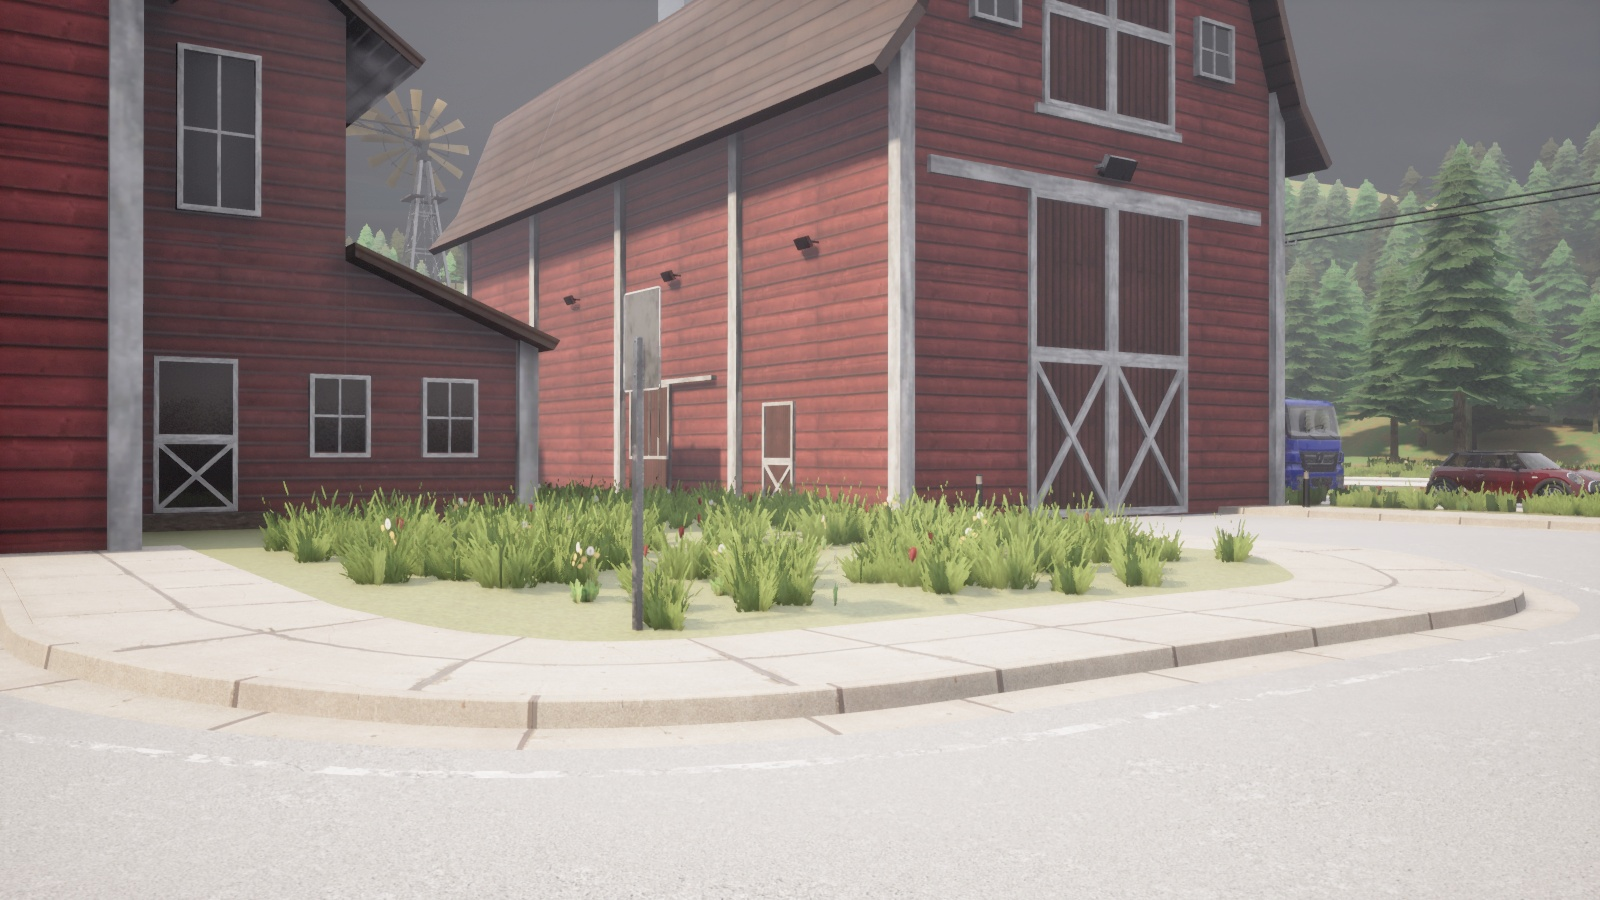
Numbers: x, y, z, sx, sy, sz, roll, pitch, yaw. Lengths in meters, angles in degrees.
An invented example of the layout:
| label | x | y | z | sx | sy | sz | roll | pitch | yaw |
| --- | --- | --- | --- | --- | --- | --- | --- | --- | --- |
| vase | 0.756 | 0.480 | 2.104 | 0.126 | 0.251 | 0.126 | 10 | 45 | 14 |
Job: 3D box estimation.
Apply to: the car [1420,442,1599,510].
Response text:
| label | x | y | z | sx | sy | sz | roll | pitch | yaw |
| --- | --- | --- | --- | --- | --- | --- | --- | --- | --- |
| car | 20.188 | 0.691 | 35.237 | 2.097 | 1.767 | 4.553 | 0 | 0 | -34 |

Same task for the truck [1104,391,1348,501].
| label | x | y | z | sx | sy | sz | roll | pitch | yaw |
| --- | --- | --- | --- | --- | --- | --- | --- | --- | --- |
| truck | 14.570 | -0.108 | 43.665 | 2.891 | 3.462 | 7.936 | 0 | 0 | -34 |
